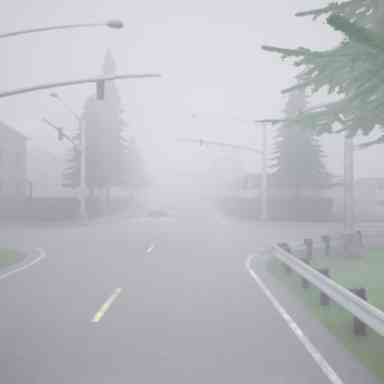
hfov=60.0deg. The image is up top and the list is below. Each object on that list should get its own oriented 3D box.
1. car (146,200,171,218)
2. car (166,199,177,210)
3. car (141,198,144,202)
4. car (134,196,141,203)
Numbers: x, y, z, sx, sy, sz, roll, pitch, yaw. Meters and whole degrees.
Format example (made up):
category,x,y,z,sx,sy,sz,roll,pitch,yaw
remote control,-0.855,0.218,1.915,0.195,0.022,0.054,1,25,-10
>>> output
category,x,y,z,sx,sy,sz,roll,pitch,yaw
car,-3.580,1.902,35.201,1.812,1.442,4.674,0,0,1
car,-3.538,1.911,52.513,2.097,1.767,4.553,0,-1,0
car,-16.152,2.361,93.938,3.806,1.475,1.970,0,-1,0
car,-16.745,2.041,90.613,3.866,1.878,1.905,0,-1,0
